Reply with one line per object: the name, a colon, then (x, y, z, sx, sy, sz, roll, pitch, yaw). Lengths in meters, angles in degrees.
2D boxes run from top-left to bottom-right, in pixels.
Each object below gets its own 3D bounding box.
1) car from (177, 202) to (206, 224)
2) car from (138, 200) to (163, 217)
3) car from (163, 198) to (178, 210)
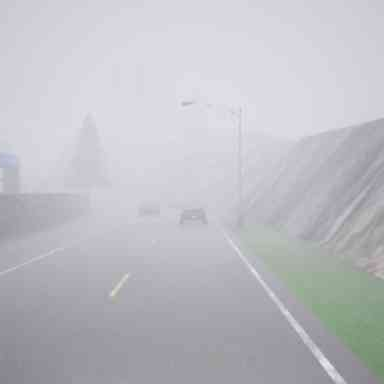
car: (0.074, 1.535, 24.994, 1.812, 1.442, 4.674, 0, 0, 0)
car: (-3.930, 1.489, 31.213, 1.882, 1.535, 5.008, 0, 0, -5)
car: (-3.022, 1.541, 43.542, 1.812, 1.442, 4.674, 0, 0, -23)
